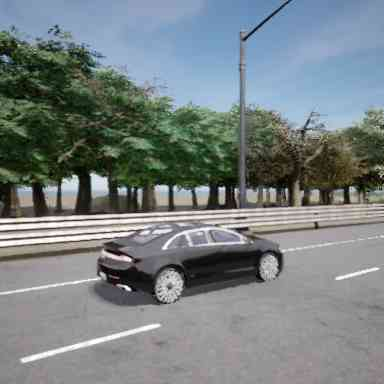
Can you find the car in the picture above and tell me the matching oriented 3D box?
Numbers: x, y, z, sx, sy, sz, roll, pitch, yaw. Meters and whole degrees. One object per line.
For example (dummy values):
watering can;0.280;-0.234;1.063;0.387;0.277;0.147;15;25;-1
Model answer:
car;0.190;1.487;8.116;4.902;1.511;2.128;0;0;-35
